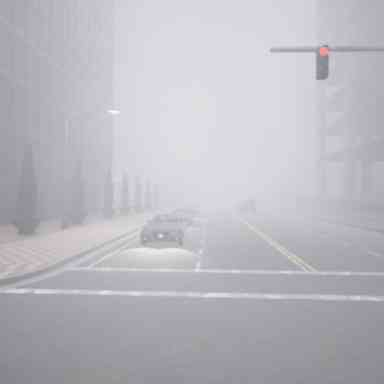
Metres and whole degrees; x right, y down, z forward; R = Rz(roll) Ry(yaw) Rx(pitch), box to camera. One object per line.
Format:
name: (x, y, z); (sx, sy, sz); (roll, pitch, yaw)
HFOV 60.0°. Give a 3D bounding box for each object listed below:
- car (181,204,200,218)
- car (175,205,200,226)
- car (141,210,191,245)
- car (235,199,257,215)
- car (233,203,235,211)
car: (-0.107, 2.131, 37.813); (1.994, 1.385, 4.181); (0, -1, 3)
car: (-0.695, 1.966, 27.518); (2.033, 1.411, 5.357); (0, -1, 3)
car: (-1.291, 1.829, 16.901); (1.994, 1.385, 4.181); (0, -1, 3)
car: (7.435, 1.926, 44.925); (2.150, 2.045, 5.566); (0, -1, 4)
car: (7.974, 2.207, 55.328); (2.097, 1.767, 4.553); (0, -1, 3)
